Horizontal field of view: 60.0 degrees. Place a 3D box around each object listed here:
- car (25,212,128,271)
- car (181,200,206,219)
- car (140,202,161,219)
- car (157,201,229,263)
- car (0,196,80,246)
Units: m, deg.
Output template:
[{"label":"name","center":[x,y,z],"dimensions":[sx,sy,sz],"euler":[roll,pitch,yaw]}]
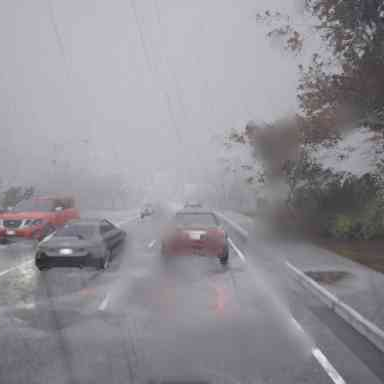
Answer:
[{"label":"car","center":[-3.401,1.575,10.996],"dimensions":[1.994,1.385,4.181],"euler":[0,0,0]},{"label":"car","center":[0.098,1.569,31.081],"dimensions":[2.128,1.511,4.902],"euler":[0,-1,0]},{"label":"car","center":[-3.402,1.606,29.626],"dimensions":[2.033,1.411,5.357],"euler":[0,-1,0]},{"label":"car","center":[0.098,1.366,12.163],"dimensions":[2.097,1.767,4.553],"euler":[0,0,0]},{"label":"car","center":[-7.075,1.237,15.778],"dimensions":[2.150,2.045,5.566],"euler":[0,0,0]}]
